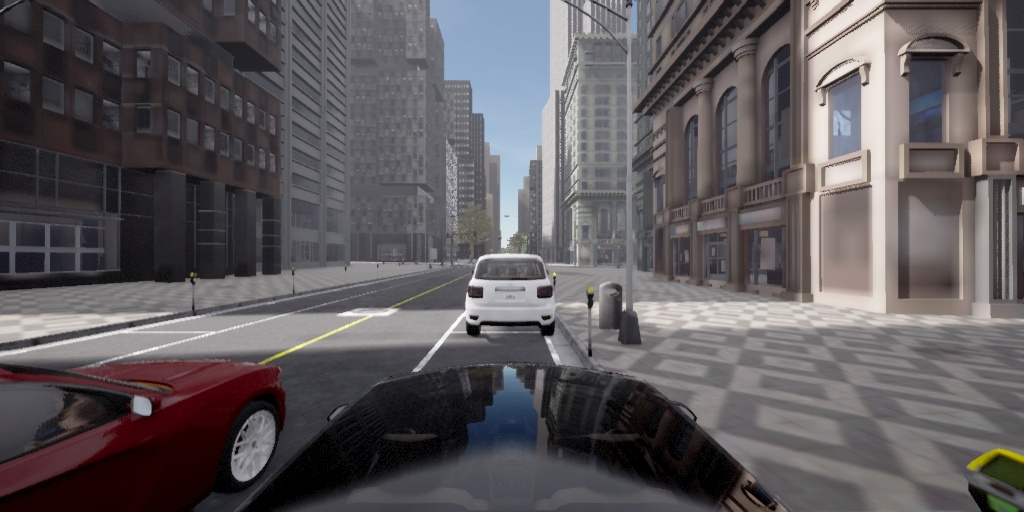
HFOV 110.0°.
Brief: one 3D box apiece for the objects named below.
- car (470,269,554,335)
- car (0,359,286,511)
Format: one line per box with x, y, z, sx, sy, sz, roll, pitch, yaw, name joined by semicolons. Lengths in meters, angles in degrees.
0.003;1.266;10.500;1.812;1.442;4.674;0;0;0;car
-3.145;1.221;1.500;1.882;1.535;5.008;0;0;0;car
